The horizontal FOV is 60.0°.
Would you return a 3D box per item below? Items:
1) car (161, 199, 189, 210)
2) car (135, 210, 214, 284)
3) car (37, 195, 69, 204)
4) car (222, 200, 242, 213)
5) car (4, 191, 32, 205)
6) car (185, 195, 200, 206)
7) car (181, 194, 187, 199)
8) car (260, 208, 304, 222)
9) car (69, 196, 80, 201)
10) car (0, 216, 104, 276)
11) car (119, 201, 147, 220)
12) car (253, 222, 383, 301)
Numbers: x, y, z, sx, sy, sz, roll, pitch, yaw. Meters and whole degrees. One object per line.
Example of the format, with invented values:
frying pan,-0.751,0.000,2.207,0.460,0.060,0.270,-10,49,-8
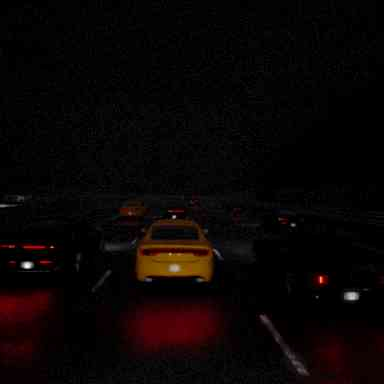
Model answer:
car,-1.465,1.630,27.687,1.837,1.490,4.892,1,0,-3
car,-0.509,1.536,9.798,1.882,1.535,5.008,1,0,-3
car,-16.251,1.394,38.647,1.812,1.442,4.674,1,0,-3
car,4.858,1.782,40.531,1.837,1.490,4.892,1,0,-3
car,-27.461,0.879,52.818,2.150,2.045,5.566,1,0,-2
car,0.325,1.698,57.961,1.837,1.490,4.892,1,0,-3
car,-0.995,1.733,82.692,1.837,1.490,4.892,1,0,-3
car,5.850,1.766,21.904,1.812,1.442,4.674,1,0,-3
car,-20.676,1.387,56.851,1.895,1.301,4.718,1,0,-2
car,-4.043,1.499,10.335,1.837,1.490,4.892,1,0,-3
car,-5.025,1.537,28.745,1.882,1.535,5.008,1,0,-3
car,2.956,1.719,8.606,1.895,1.301,4.718,1,0,-3
